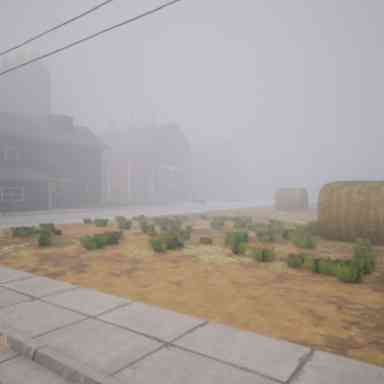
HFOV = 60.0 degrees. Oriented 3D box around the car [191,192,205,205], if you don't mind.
[{"bbox_3d":[1.062,1.090,57.420,1.905,1.878,3.866,6,1,-8],"label":"car"}]
